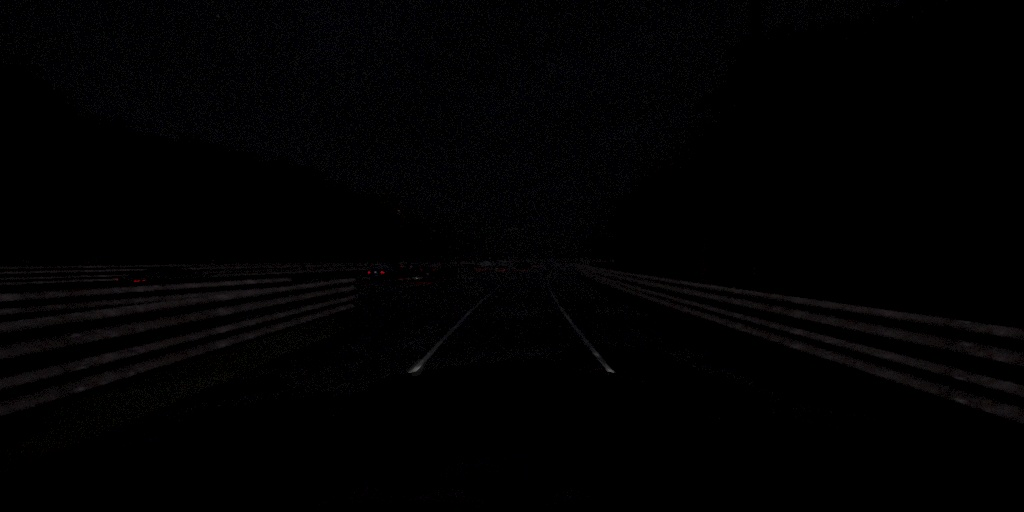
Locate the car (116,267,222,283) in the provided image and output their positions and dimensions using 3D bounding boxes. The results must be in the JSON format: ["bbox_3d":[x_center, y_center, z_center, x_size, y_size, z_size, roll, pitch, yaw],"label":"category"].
[{"bbox_3d":[-17.144,1.245,18.263,1.994,1.385,4.181,1,0,15],"label":"car"}]

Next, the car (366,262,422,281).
[{"bbox_3d":[-10.223,1.383,30.924,2.033,1.411,5.357,0,0,15],"label":"car"}]

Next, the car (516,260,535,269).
[{"bbox_3d":[2.251,1.492,64.807,2.097,1.767,4.553,0,0,15],"label":"car"}]

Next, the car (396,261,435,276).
[{"bbox_3d":[-11.081,1.401,41.486,2.128,1.511,4.902,0,-1,15],"label":"car"}]

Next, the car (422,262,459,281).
[{"bbox_3d":[-6.331,1.344,31.982,1.882,1.535,5.008,0,0,15],"label":"car"}]
